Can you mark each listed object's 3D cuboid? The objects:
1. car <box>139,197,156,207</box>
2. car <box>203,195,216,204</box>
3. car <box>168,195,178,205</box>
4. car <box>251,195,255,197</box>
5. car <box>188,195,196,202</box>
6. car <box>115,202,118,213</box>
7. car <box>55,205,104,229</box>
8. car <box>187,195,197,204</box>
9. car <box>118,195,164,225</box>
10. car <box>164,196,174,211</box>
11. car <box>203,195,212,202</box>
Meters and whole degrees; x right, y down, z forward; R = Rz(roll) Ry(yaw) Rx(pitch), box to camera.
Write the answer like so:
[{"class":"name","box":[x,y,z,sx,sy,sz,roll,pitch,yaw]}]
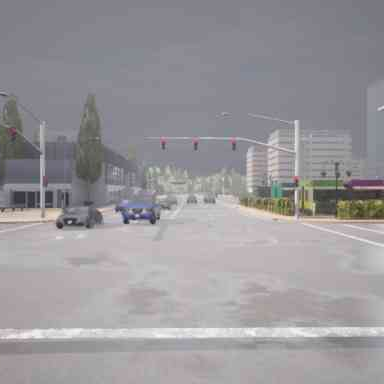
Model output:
[{"class":"car","box":[-7.102,1.547,53.885,2.033,1.411,5.357,0,0,0]},{"class":"car","box":[3.484,1.491,63.706,2.128,1.511,4.902,0,0,0]},{"class":"car","box":[-3.594,1.353,57.281,2.097,1.767,4.553,0,0,0]},{"class":"car","box":[17.748,1.153,86.877,4.605,1.855,1.932,0,0,-2]},{"class":"car","box":[-0.018,1.372,73.979,1.837,1.490,4.892,0,0,0]},{"class":"car","box":[-7.109,1.477,36.479,1.882,1.535,5.008,0,0,0]},{"class":"car","box":[-7.104,1.564,21.361,1.994,1.385,4.181,0,0,0]},{"class":"car","box":[-0.016,1.491,63.705,2.128,1.511,4.902,0,0,0]},{"class":"car","box":[-3.606,1.222,24.658,2.150,2.045,5.566,0,0,0]},{"class":"car","box":[-3.609,1.563,40.615,1.994,1.385,4.181,0,0,0]},{"class":"car","box":[3.482,1.397,73.981,1.812,1.442,4.674,0,0,0]}]
